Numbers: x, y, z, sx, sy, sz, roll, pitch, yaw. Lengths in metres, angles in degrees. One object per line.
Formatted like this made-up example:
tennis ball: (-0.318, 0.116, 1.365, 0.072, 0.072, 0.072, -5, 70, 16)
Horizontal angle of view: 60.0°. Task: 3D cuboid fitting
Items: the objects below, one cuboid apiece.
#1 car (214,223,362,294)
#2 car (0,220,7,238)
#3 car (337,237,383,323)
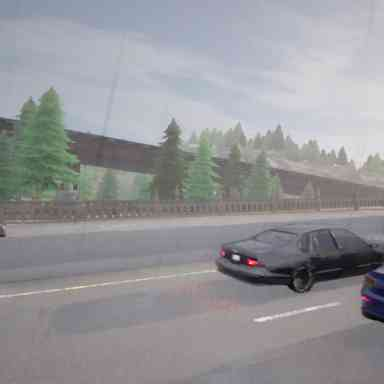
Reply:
car: (3.234, 1.544, 8.703, 5.357, 1.411, 2.033, 0, 0, -27)
car: (-10.170, 1.531, 13.954, 4.181, 1.385, 1.994, 1, 0, -27)
car: (4.885, 1.525, 5.616, 4.674, 1.442, 1.812, 0, 0, -27)
